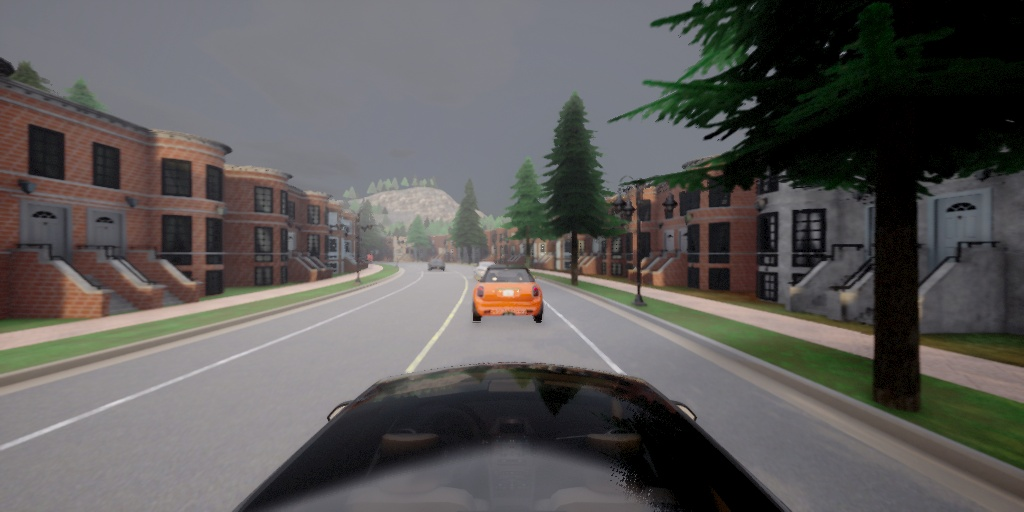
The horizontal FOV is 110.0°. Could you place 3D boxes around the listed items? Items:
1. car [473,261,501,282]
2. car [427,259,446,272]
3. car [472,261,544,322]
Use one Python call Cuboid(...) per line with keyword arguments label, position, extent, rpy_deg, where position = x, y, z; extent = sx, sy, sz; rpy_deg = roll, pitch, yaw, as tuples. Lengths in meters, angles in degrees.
Cuboid(label="car", position=(-2.077, 1.157, 28.847), extent=(1.812, 1.442, 4.674), rpy_deg=(0, 0, -10))
Cuboid(label="car", position=(-8.975, 1.076, 42.629), extent=(1.837, 1.490, 4.892), rpy_deg=(0, 0, -16))
Cuboid(label="car", position=(-0.223, 1.057, 12.260), extent=(2.097, 1.767, 4.553), rpy_deg=(0, 0, -3))
